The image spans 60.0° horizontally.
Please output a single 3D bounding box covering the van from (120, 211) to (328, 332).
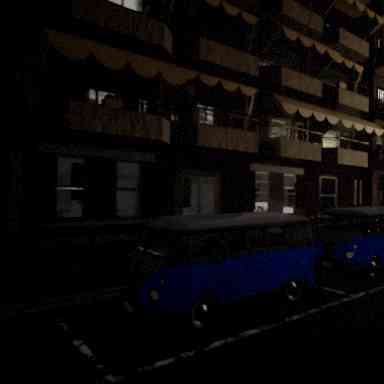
[{"bbox_3d":[0.688,1.336,6.559,3.998,1.788,1.690,0,2,-35],"label":"van"}]

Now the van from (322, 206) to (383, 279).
[{"bbox_3d":[5.191,1.331,9.772,3.998,1.788,1.690,0,1,-35],"label":"van"}]
